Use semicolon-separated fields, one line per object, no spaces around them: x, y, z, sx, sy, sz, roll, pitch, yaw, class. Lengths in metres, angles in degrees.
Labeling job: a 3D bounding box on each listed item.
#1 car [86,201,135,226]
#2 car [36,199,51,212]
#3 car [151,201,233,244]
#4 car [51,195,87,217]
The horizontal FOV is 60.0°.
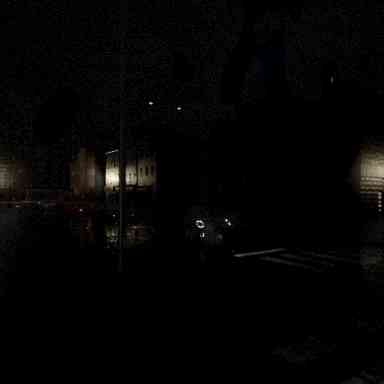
-5.806;1.558;23.984;1.812;1.442;4.674;1;0;-35;car
-17.513;1.601;40.513;1.812;1.442;4.674;1;0;-35;car
-0.120;1.365;16.033;2.097;1.767;4.553;1;0;-36;car
-11.547;1.275;32.058;2.150;2.045;5.566;1;0;-35;car
